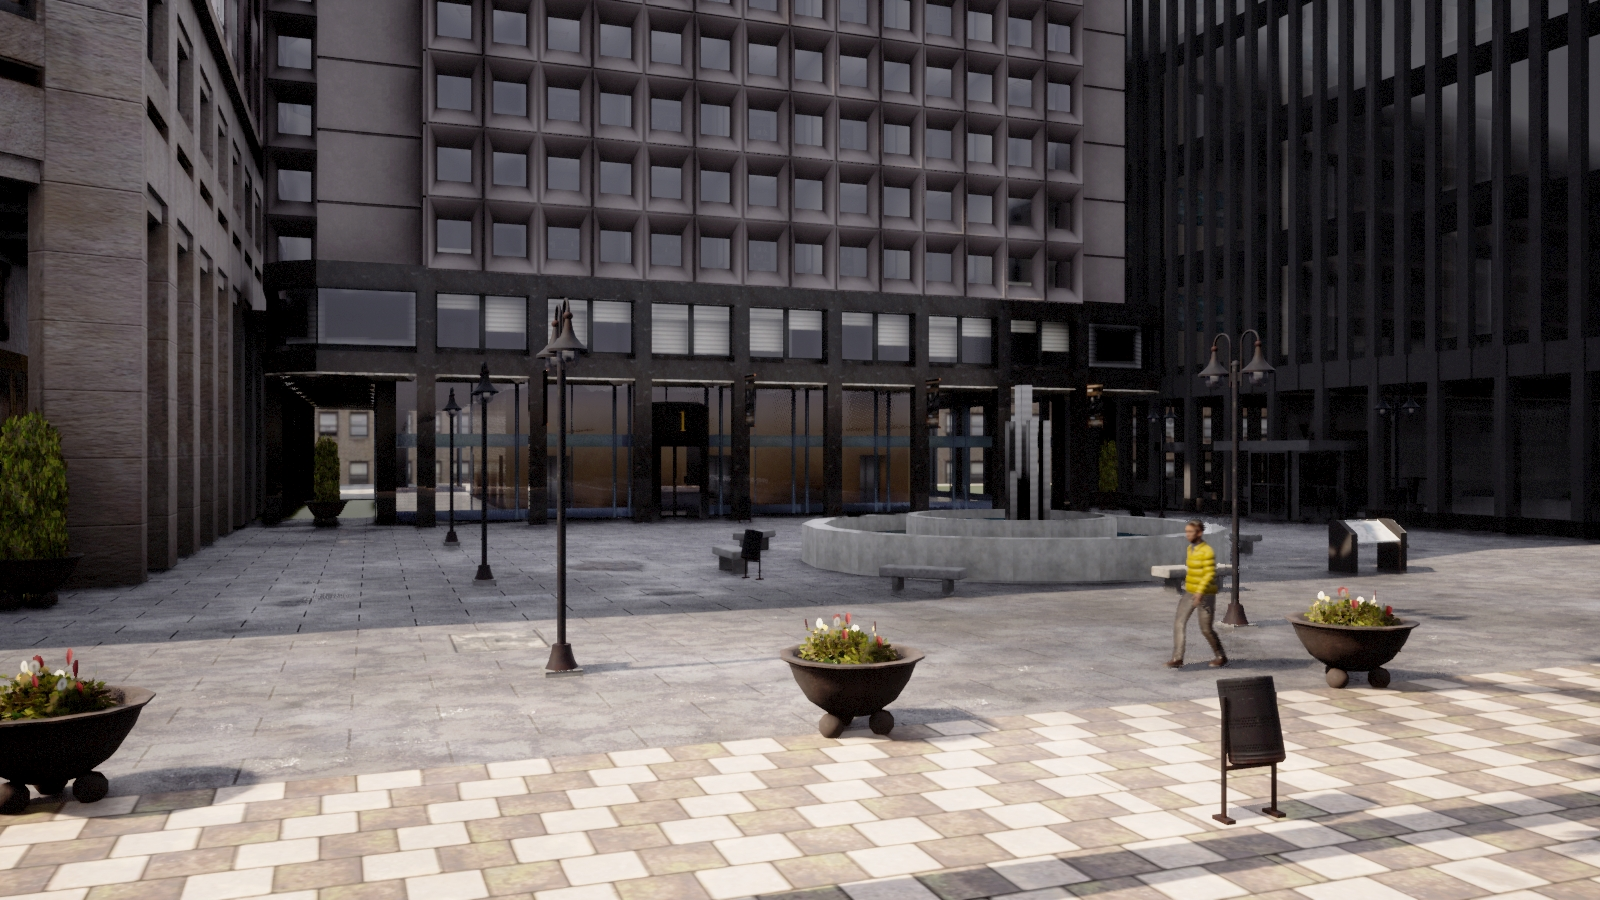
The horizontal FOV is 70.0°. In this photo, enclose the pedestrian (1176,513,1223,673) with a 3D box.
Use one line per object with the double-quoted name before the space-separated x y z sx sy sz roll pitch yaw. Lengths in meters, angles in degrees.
"pedestrian" 4.806 1.702 13.745 0.375 1.860 0.375 0 0 -20
